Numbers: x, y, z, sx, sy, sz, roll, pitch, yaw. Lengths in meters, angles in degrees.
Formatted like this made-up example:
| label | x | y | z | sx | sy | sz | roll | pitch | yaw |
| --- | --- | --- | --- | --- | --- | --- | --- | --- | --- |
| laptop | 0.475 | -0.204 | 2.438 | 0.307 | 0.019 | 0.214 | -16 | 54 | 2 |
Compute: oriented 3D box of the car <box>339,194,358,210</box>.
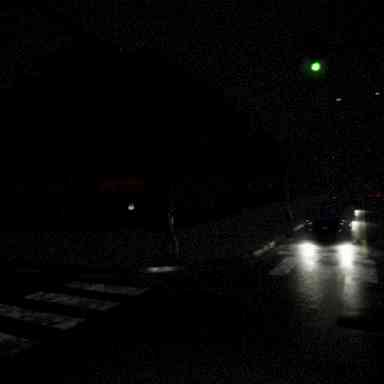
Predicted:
| label | x | y | z | sx | sy | sz | roll | pitch | yaw |
| --- | --- | --- | --- | --- | --- | --- | --- | --- | --- |
| car | 11.261 | 1.107 | 25.181 | 1.882 | 1.535 | 5.008 | -3 | 0 | 27 |

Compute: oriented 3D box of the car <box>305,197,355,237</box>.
| label | x | y | z | sx | sy | sz | roll | pitch | yaw |
| --- | --- | --- | --- | --- | --- | --- | --- | --- | --- |
| car | 6.943 | 1.254 | 16.754 | 1.882 | 1.535 | 5.008 | -3 | 0 | 28 |

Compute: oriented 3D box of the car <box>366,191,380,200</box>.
| label | x | y | z | sx | sy | sz | roll | pitch | yaw |
| --- | --- | --- | --- | --- | --- | --- | --- | --- | --- |
| car | 29.082 | 0.592 | 53.471 | 2.033 | 1.411 | 5.357 | -3 | 0 | 26 |
